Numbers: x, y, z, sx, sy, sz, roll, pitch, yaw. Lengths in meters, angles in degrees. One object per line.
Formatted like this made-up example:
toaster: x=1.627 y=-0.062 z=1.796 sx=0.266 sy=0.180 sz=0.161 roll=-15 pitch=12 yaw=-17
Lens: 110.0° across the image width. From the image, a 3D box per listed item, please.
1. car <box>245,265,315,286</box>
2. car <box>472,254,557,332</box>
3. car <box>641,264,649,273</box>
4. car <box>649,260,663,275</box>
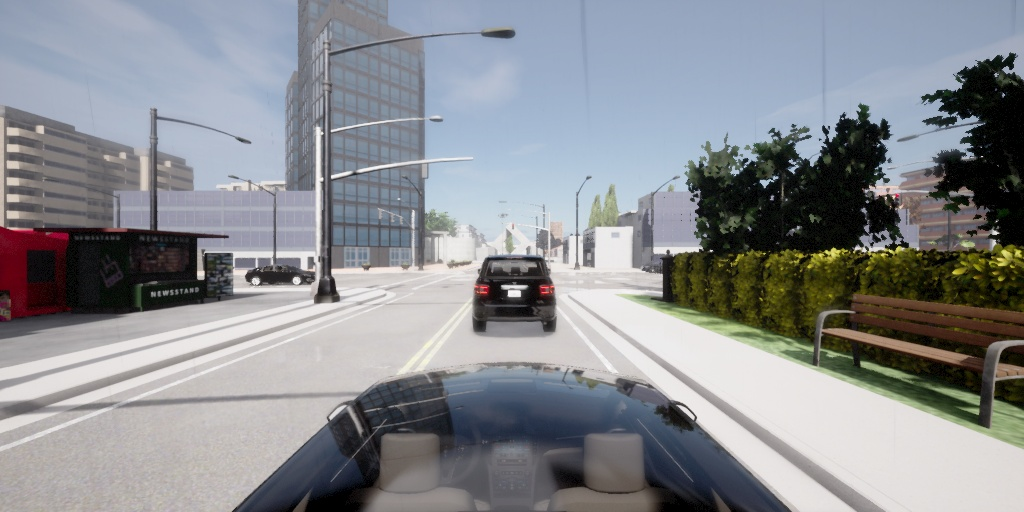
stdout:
car: x=-16.638 y=1.362 z=26.130 sx=4.892 sy=1.490 sz=1.837 roll=-1 pitch=0 yaw=0
car: x=0.075 y=0.971 z=11.036 sx=2.150 sy=2.045 sz=5.566 roll=0 pitch=0 yaw=0
car: x=17.138 y=1.209 z=40.587 sx=4.902 sy=1.511 sz=2.128 roll=0 pitch=0 yaw=0
car: x=17.232 y=1.225 z=37.082 sx=4.892 sy=1.490 sz=1.837 roll=0 pitch=0 yaw=0
